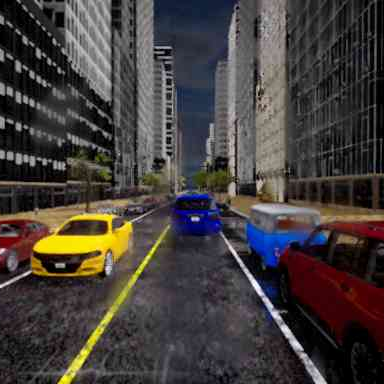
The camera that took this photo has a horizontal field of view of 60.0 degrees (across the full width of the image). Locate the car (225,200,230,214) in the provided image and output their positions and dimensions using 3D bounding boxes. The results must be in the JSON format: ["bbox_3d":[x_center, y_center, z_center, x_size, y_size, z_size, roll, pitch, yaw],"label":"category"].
[{"bbox_3d":[2.773,1.433,33.152,2.008,1.369,4.403,-1,0,0],"label":"car"}]

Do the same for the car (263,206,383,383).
[{"bbox_3d":[2.691,1.299,4.733,2.192,1.841,5.009,-1,0,0],"label":"car"}]

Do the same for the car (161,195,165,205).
[{"bbox_3d":[-5.562,1.257,50.225,1.967,1.590,4.097,0,0,0],"label":"car"}]

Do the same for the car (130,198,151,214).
[{"bbox_3d":[-5.608,1.429,33.175,2.008,1.369,4.403,0,0,0],"label":"car"}]

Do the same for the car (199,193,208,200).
[{"bbox_3d":[2.913,1.135,84.304,1.967,1.590,4.097,-1,0,0],"label":"car"}]

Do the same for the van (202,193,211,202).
[{"bbox_3d":[2.866,1.100,67.253,1.690,1.788,3.998,-1,0,0],"label":"van"}]

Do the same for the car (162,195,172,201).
[{"bbox_3d":[-5.498,1.299,72.961,1.947,1.339,4.313,0,0,0],"label":"car"}]

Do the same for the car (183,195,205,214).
[{"bbox_3d":[0.194,1.231,33.679,2.097,1.767,4.553,0,0,0],"label":"car"}]

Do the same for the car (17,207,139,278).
[{"bbox_3d":[-3.072,1.439,10.266,1.882,1.535,5.008,0,0,0],"label":"car"}]

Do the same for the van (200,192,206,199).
[{"bbox_3d":[2.929,1.014,89.987,1.690,1.788,3.998,-1,0,0],"label":"van"}]

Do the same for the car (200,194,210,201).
[{"bbox_3d":[2.882,1.178,72.937,1.967,1.590,4.097,-1,0,0],"label":"car"}]

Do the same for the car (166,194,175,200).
[{"bbox_3d":[-5.466,1.241,84.328,2.008,1.369,4.403,0,0,0],"label":"car"}]

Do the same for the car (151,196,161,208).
[{"bbox_3d":[-5.576,1.419,44.542,1.802,1.307,4.206,0,0,0],"label":"car"}]

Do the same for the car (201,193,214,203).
[{"bbox_3d":[2.849,1.095,61.570,2.192,1.841,5.009,-1,0,0],"label":"car"}]

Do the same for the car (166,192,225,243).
[{"bbox_3d":[0.141,1.165,15.844,2.150,2.045,5.566,0,0,0],"label":"car"}]

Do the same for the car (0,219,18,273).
[{"bbox_3d":[-5.671,1.542,10.441,1.802,1.307,4.206,-1,0,0],"label":"car"}]

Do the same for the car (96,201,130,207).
[{"bbox_3d":[-5.640,1.470,21.808,2.008,1.369,4.403,-1,0,0],"label":"car"}]

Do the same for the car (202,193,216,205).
[{"bbox_3d":[2.833,1.116,55.886,2.192,1.841,5.009,-1,0,0],"label":"car"}]

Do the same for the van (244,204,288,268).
[{"bbox_3d":[2.707,1.305,10.417,1.690,1.788,3.998,-1,0,0],"label":"van"}]
